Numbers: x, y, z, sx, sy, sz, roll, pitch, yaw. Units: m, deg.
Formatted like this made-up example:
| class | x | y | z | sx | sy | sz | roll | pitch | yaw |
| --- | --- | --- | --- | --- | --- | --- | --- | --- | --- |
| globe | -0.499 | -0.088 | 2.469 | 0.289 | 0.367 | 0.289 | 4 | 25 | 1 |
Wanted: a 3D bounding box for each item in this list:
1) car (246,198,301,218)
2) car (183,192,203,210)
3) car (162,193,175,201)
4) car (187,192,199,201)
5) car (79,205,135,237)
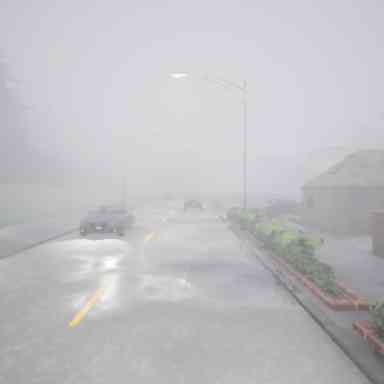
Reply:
| class | x | y | z | sx | sy | sz | roll | pitch | yaw |
| --- | --- | --- | --- | --- | --- | --- | --- | --- | --- |
| car | 6.310 | 1.130 | 24.967 | 5.357 | 1.415 | 2.033 | -1 | 1 | -40 |
| car | 0.094 | 1.066 | 35.310 | 1.812 | 1.442 | 4.674 | 0 | 0 | 0 |
| car | -4.017 | 0.812 | 57.500 | 1.994 | 1.385 | 4.181 | 0 | 1 | 1 |
| car | 0.117 | 0.766 | 60.048 | 2.033 | 1.411 | 5.357 | 0 | 1 | 0 |
| car | -4.089 | 1.347 | 16.520 | 1.994 | 1.385 | 4.181 | 0 | 1 | 0 |
